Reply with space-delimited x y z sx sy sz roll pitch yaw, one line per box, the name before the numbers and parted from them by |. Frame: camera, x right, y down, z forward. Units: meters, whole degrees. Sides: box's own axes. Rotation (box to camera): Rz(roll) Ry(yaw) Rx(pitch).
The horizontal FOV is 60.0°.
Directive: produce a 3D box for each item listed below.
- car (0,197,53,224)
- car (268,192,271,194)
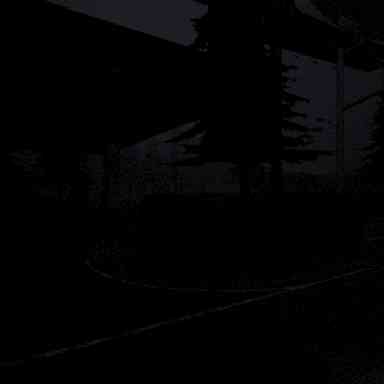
car | -12.018 1.313 23.448 3.866 1.878 1.905 0 0 -36
car | 6.182 1.049 28.667 2.150 2.045 5.566 0 1 -34
